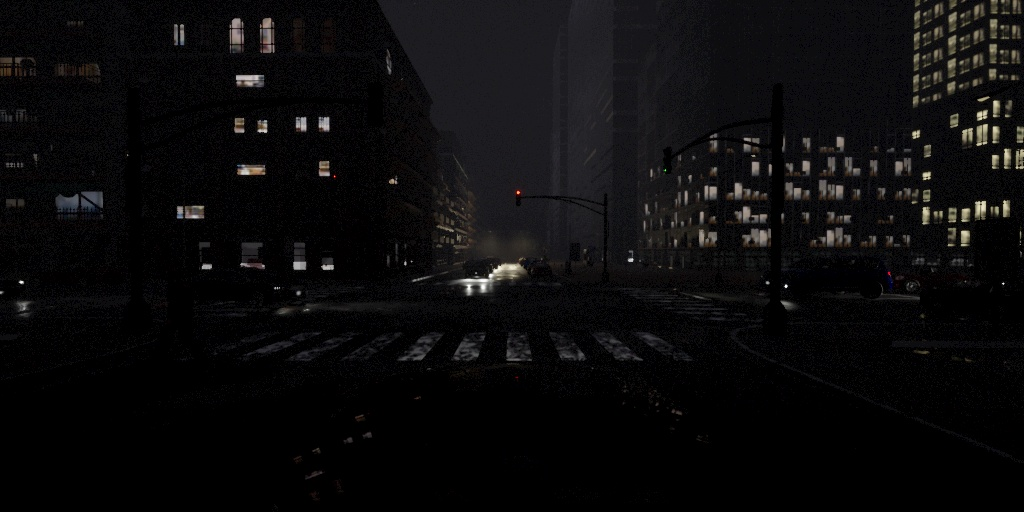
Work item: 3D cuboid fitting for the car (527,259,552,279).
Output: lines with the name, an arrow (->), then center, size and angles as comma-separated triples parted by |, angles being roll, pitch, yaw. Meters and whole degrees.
car -> 2.635, 1.272, 32.525 | 1.888, 1.381, 4.507 | 0, 0, 0

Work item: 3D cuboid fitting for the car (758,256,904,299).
car -> 15.727, 1.020, 18.145 | 5.566, 2.045, 2.150 | 0, 1, 1

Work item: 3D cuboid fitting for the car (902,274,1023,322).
car -> 16.707, 1.445, 12.228 | 4.403, 1.370, 2.007 | 0, 0, 1

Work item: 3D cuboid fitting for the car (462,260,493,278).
car -> -3.112, 1.290, 32.864 | 1.994, 1.385, 4.181 | 0, 0, 0

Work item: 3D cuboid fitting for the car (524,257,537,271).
car -> 2.631, 1.159, 38.170 | 1.967, 1.591, 4.097 | 0, 0, 0

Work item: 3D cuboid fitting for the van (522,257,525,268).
van -> 2.623, 1.045, 49.462 | 1.690, 1.789, 3.998 | 0, 0, 0

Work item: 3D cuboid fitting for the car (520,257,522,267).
car -> 2.619, 1.240, 55.108 | 1.888, 1.381, 4.507 | 0, 0, 0

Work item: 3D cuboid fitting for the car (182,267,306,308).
car -> -11.096, 1.222, 14.876 | 4.902, 1.511, 2.128 | 0, 0, 7

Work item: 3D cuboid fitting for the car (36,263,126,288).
car -> -25.871, 1.110, 21.395 | 4.507, 1.381, 1.888 | 0, 0, 1

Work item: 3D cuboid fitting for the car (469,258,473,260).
car -> -5.725, 1.270, 49.423 | 1.948, 1.339, 4.313 | 0, 0, 0

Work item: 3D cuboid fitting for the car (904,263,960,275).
car -> 23.360, 1.230, 20.780 | 4.097, 1.591, 1.967 | 0, 0, 1

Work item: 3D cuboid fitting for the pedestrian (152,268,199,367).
pedestrian -> -5.974, 1.045, 6.352 | 0.375, 1.860, 0.375 | -1, 1, 0

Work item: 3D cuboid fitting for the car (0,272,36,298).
car -> -24.240, 1.266, 15.470 | 4.718, 1.301, 1.895 | 0, 1, 1

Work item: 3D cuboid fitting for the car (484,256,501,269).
car -> -3.117, 1.052, 51.756 | 2.097, 1.767, 4.553 | 0, 0, 0

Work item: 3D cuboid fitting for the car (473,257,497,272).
car -> -3.126, 1.220, 41.603 | 1.837, 1.490, 4.892 | 0, 0, 0

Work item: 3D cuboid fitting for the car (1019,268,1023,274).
car -> 25.748, 1.336, 18.016 | 4.902, 1.511, 2.128 | 0, 1, 1
